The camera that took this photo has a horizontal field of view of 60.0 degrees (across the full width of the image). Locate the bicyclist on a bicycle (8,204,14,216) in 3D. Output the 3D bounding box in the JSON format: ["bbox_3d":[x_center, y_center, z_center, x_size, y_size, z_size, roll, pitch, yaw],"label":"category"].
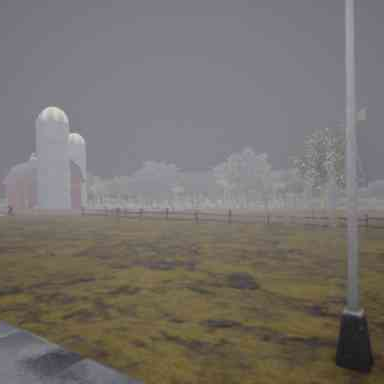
[{"bbox_3d":[-26.267,2.628,48.144,1.656,1.620,0.582,-2,-2,36],"label":"bicyclist on a bicycle"}]
